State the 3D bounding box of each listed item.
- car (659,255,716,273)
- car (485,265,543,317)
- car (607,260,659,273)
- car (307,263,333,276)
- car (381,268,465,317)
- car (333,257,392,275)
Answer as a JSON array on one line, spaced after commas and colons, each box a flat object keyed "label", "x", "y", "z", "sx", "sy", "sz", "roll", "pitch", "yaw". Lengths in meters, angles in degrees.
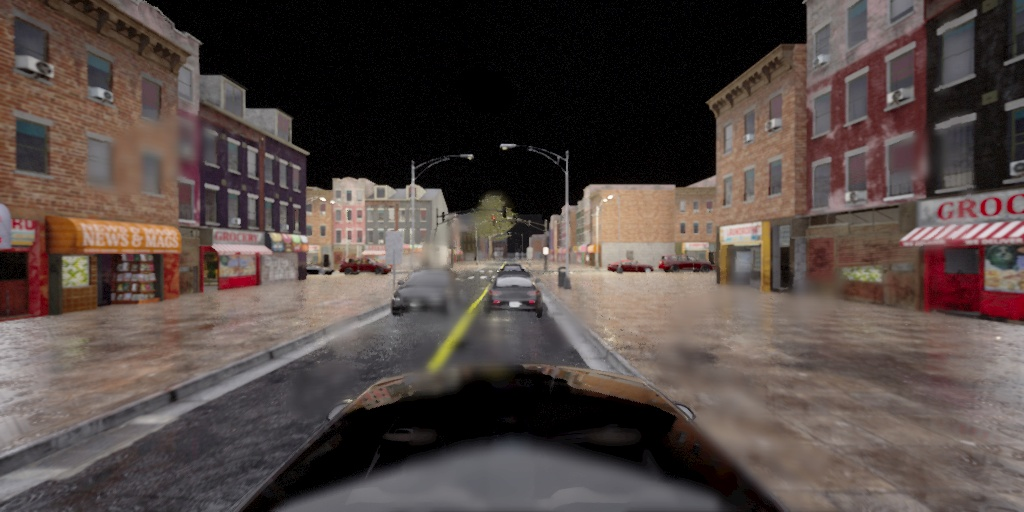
[{"label": "car", "x": 17.279, "y": 0.801, "z": 35.952, "sx": 5.009, "sy": 1.841, "sz": 2.192, "roll": 0, "pitch": 0, "yaw": 0}, {"label": "car", "x": 0.067, "y": 1.229, "z": 12.771, "sx": 1.812, "sy": 1.442, "sz": 4.674, "roll": 0, "pitch": 0, "yaw": 0}, {"label": "car", "x": 11.846, "y": 1.071, "z": 35.926, "sx": 4.507, "sy": 1.381, "sz": 1.888, "roll": 0, "pitch": 0, "yaw": 0}, {"label": "car", "x": -19.988, "y": 1.336, "z": 35.772, "sx": 4.313, "sy": 1.339, "sz": 1.948, "roll": 0, "pitch": 0, "yaw": 0}, {"label": "car", "x": -2.832, "y": 1.210, "z": 12.972, "sx": 1.837, "sy": 1.490, "sz": 4.892, "roll": 0, "pitch": 0, "yaw": 0}, {"label": "car", "x": -14.562, "y": 1.042, "z": 35.798, "sx": 5.009, "sy": 1.841, "sz": 2.192, "roll": 0, "pitch": 0, "yaw": 0}]
